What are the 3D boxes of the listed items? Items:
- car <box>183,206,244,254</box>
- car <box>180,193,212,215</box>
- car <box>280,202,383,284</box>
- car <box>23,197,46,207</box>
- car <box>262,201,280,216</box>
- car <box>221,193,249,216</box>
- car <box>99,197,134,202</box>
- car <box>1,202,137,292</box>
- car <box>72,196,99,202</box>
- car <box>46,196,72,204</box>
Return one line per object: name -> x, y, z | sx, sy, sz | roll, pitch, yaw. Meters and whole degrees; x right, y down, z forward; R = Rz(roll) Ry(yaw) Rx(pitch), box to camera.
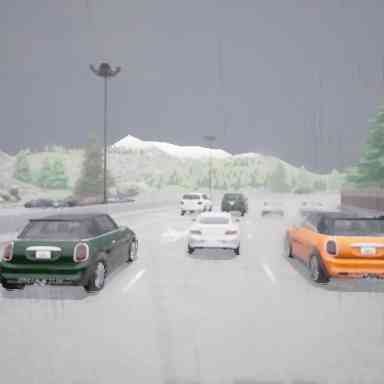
car -> 0.922, 1.481, 13.159 | 1.812, 1.442, 4.674 | 0, 0, 6
car -> 0.480, 1.110, 31.555 | 2.150, 2.045, 5.566 | 0, 0, 13
car -> 4.120, 1.329, 9.597 | 2.097, 1.767, 4.553 | 0, 0, 4
car -> -18.843, 1.365, 41.295 | 1.994, 1.385, 4.181 | 0, 0, 15
car -> 7.574, 1.511, 31.133 | 1.895, 1.301, 4.718 | 0, 0, 14
car -> 4.120, 1.120, 31.718 | 2.150, 2.045, 5.566 | 0, 0, 14
car -> -8.502, 1.328, 39.407 | 2.128, 1.511, 4.902 | 0, 0, 16
car -> -2.944, 1.311, 9.025 | 2.097, 1.767, 4.553 | 0, 0, 4
car -> -11.894, 1.302, 40.257 | 1.882, 1.535, 5.008 | 0, 0, 16
car -> -15.247, 1.303, 41.210 | 2.128, 1.511, 4.902 | 0, 0, 16
